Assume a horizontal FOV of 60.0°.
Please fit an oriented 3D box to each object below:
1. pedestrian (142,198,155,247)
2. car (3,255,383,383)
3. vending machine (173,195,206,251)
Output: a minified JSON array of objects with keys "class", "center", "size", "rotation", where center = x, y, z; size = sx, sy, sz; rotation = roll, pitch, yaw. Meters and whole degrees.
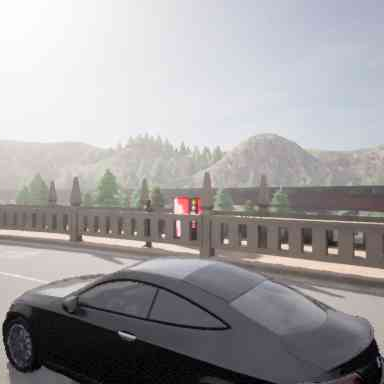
[{"class":"pedestrian","center":[-1.665,1.141,12.524],"size":[0.375,1.860,0.375],"rotation":[0,0,31]},{"class":"car","center":[-0.346,1.526,3.989],"size":[4.674,1.442,1.812],"rotation":[0,0,34]},{"class":"vending machine","center":[-0.080,1.195,13.286],"size":[0.880,2.100,1.100],"rotation":[0,0,31]}]
